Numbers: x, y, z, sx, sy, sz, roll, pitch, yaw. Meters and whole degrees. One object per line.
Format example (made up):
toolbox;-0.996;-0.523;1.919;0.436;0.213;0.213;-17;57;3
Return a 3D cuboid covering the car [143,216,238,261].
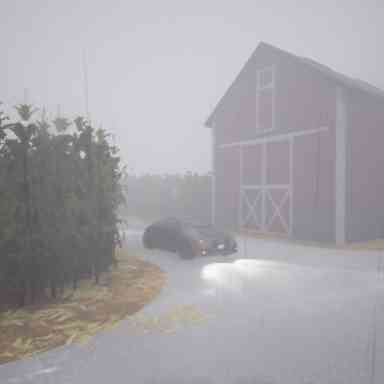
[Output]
car;-0.182;1.631;12.697;1.994;1.385;4.181;1;0;-36
